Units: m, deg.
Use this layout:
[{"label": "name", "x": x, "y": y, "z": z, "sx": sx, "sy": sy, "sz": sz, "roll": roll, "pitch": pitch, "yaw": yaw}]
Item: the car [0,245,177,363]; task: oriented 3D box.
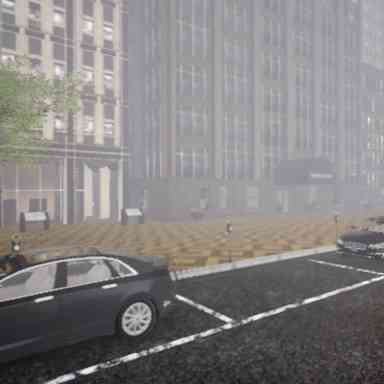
[{"label": "car", "x": -2.306, "y": 1.548, "z": 4.918, "sx": 4.403, "sy": 1.369, "sz": 2.008, "roll": 0, "pitch": 0, "yaw": -35}]

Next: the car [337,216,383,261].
[{"label": "car", "x": 6.688, "y": 1.506, "z": 11.329, "sx": 4.403, "sy": 1.369, "sz": 2.008, "roll": 0, "pitch": 0, "yaw": -35}]
